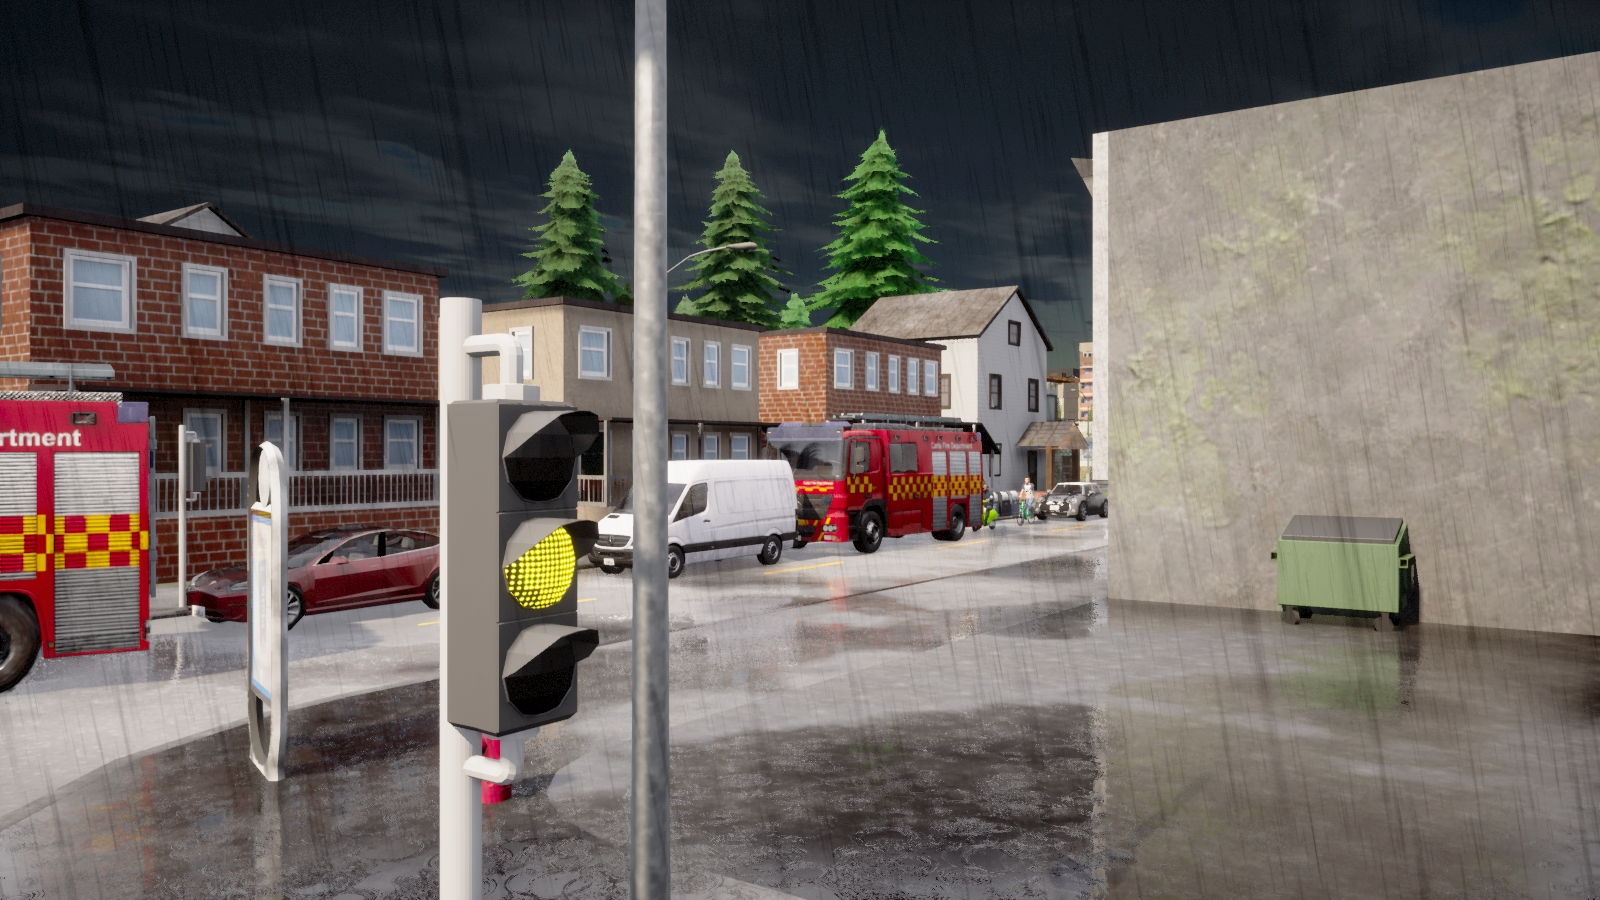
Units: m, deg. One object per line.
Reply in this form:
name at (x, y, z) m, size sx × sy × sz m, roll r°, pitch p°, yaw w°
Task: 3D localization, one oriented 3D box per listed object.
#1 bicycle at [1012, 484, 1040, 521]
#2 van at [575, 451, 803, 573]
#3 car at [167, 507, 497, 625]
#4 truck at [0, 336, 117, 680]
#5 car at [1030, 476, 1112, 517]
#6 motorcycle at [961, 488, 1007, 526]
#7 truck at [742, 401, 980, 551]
bicycle at (8.406, 1.928, 42.476) m, size 0.373 × 1.296 × 1.643 m, roll 0°, pitch 0°, yaw 35°
van at (-2.442, 1.307, 26.996) m, size 1.988 × 2.561 × 5.915 m, roll 0°, pitch 0°, yaw 35°
car at (-7.759, 1.835, 19.417) m, size 2.163 × 1.488 × 4.792 m, roll 0°, pitch 0°, yaw 35°
truck at (-12.328, 0.662, 12.359) m, size 8.468 × 3.827 × 2.891 m, roll 0°, pitch 0°, yaw -31°
car at (11.003, 1.837, 46.179) m, size 1.970 × 1.475 × 3.806 m, roll 0°, pitch 0°, yaw 35°
motorcycle at (6.398, 1.954, 39.613) m, size 0.856 × 1.236 × 1.805 m, roll 0°, pitch 0°, yaw 35°
truck at (2.054, 0.663, 33.403) m, size 2.891 × 3.827 × 8.468 m, roll 0°, pitch 0°, yaw 35°
